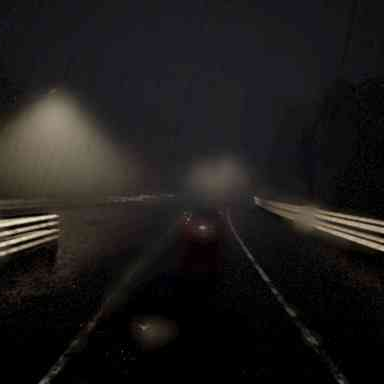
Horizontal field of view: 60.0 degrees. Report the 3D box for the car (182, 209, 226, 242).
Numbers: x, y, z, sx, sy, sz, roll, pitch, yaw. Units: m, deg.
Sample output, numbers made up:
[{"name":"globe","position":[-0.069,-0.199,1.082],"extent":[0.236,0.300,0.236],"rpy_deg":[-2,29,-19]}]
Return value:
[{"name":"car","position":[0.599,1.500,15.969],"extent":[1.994,1.385,4.181],"rpy_deg":[0,0,3]}]
